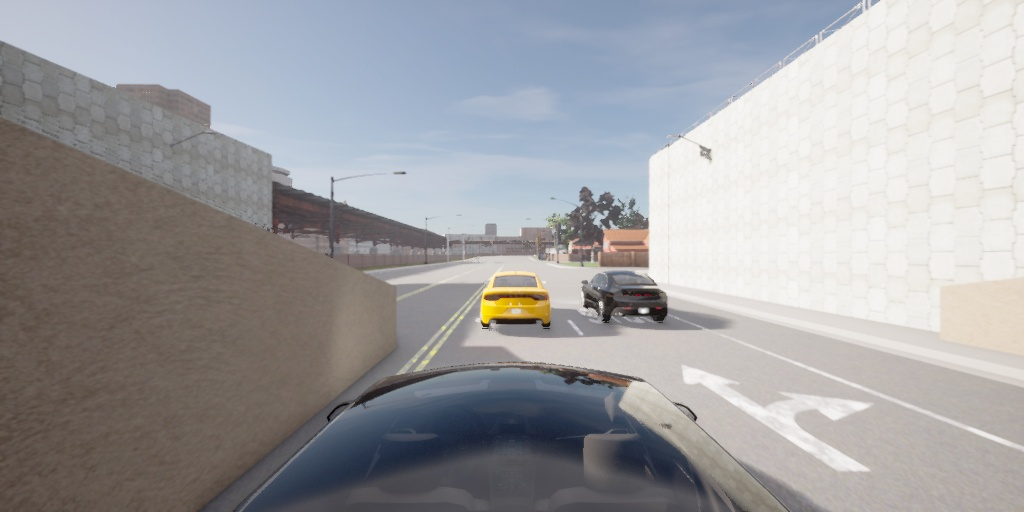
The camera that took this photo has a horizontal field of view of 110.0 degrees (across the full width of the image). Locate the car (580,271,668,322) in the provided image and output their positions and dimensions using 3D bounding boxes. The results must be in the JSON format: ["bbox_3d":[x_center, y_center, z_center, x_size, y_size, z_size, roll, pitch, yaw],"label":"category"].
[{"bbox_3d":[3.600,1.243,12.219,1.837,1.490,4.892,0,0,0],"label":"car"}]

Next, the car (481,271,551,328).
[{"bbox_3d":[0.104,1.217,11.342,1.882,1.535,5.008,0,0,0],"label":"car"}]
